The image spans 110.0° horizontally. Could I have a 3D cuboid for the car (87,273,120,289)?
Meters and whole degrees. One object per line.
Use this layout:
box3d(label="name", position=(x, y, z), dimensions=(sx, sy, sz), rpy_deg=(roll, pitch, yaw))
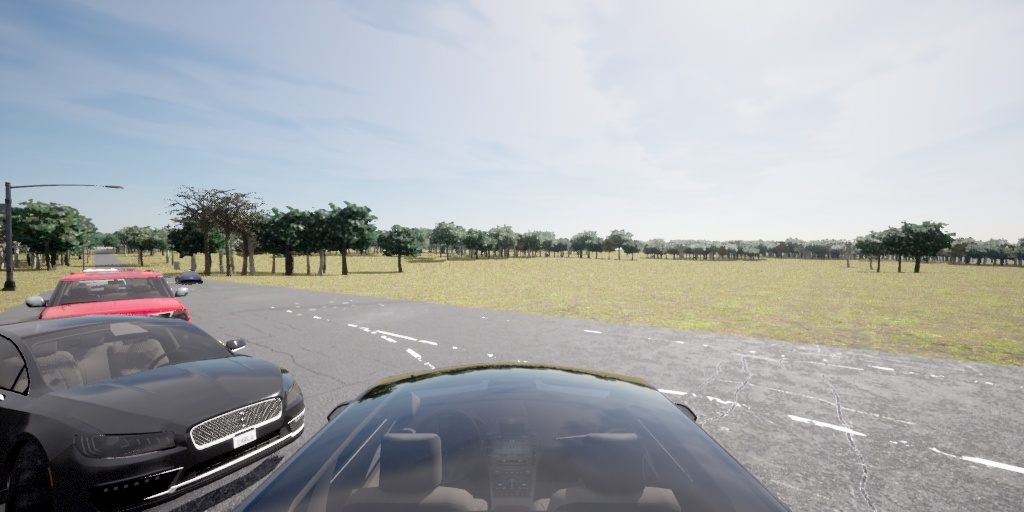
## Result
box3d(label="car", position=(-44.402, 2.670, 39.095), dimensions=(5.357, 1.411, 2.033), rpy_deg=(-2, 0, 45))

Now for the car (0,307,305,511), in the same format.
box3d(label="car", position=(-4.578, 1.445, 3.972), dimensions=(4.892, 1.490, 1.837), rpy_deg=(-3, -3, 21))

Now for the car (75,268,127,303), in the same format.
box3d(label="car", position=(-28.171, 1.889, 24.593), dimensions=(5.566, 2.045, 2.150), rpy_deg=(-2, 0, 41))

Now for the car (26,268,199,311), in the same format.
box3d(label="car", position=(-9.510, 1.385, 8.595), dimensions=(5.566, 2.045, 2.150), rpy_deg=(-2, 0, 41))

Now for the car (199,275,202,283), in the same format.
box3d(label="car", position=(-38.486, 2.544, 42.633), dimensions=(4.181, 1.385, 1.994), rpy_deg=(-2, 0, 41))
